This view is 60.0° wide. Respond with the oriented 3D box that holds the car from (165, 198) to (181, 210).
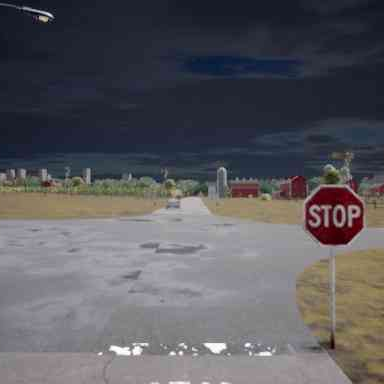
[{"bbox_3d":[-2.452,1.569,43.867,1.812,1.442,4.674,0,0,1],"label":"car"}]
